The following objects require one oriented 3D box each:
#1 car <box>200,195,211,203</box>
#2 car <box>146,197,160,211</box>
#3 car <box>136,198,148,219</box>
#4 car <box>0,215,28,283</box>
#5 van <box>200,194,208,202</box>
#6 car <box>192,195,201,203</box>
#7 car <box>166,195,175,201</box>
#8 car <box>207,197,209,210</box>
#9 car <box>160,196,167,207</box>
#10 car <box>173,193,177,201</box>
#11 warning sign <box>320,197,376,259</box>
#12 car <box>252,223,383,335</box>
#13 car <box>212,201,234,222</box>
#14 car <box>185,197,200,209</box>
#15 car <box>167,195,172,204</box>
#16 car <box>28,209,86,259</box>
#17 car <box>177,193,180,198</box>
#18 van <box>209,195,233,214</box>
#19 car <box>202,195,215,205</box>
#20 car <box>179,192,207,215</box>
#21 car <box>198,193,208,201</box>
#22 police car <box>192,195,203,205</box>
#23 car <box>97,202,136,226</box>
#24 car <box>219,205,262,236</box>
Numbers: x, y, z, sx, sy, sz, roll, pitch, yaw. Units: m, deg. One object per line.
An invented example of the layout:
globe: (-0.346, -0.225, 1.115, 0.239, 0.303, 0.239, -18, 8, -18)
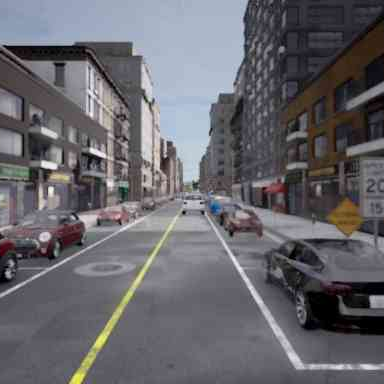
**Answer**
car: (2.710, 1.404, 67.321, 1.967, 1.590, 4.097, 0, 0, 0)
car: (-5.346, 1.404, 39.775, 1.967, 1.590, 4.097, 0, 0, 0)
car: (-5.357, 1.519, 28.753, 2.008, 1.369, 4.403, 0, 0, 0)
car: (-5.381, 1.430, 6.710, 1.967, 1.590, 4.097, 0, 0, 0)
van: (2.722, 1.303, 78.343, 1.690, 1.788, 3.998, 0, 0, 0)
car: (0.902, 1.419, 70.861, 1.801, 1.575, 5.366, 0, 0, 0)
car: (-5.297, 1.525, 83.863, 1.947, 1.339, 4.313, 0, 0, 0)
car: (2.673, 1.517, 34.256, 2.008, 1.369, 4.403, 0, 0, 0)
car: (-5.333, 1.514, 50.796, 2.008, 1.369, 4.403, 0, 0, 0)
car: (-5.303, 1.505, 78.352, 1.887, 1.381, 4.507, 0, 0, 0)
warning sign: (4.953, 1.102, 10.665, 1.300, 1.860, 1.060, 0, 0, 0)
car: (2.644, 1.557, 6.701, 1.947, 1.339, 4.313, 0, 0, 0)
car: (2.661, 1.539, 23.234, 1.947, 1.339, 4.313, 0, 0, 0)
car: (0.077, 1.512, 46.454, 2.033, 1.411, 5.357, 0, 0, 0)
car: (-5.321, 1.507, 61.818, 1.887, 1.381, 4.507, 0, 0, 0)
car: (-5.375, 1.423, 12.221, 1.967, 1.590, 4.097, 0, 0, 0)
car: (-2.664, 0.931, 79.270, 2.097, 1.767, 4.553, 0, 0, 0)
van: (2.668, 1.310, 28.745, 1.690, 1.788, 3.998, 0, 0, 0)
car: (2.698, 1.404, 56.299, 1.967, 1.590, 4.097, 0, 0, 0)
car: (0.126, 1.189, 33.740, 2.150, 2.045, 5.566, 0, 0, 0)
car: (2.728, 1.276, 83.854, 2.192, 1.841, 5.009, 0, 0, 0)
police car: (0.891, 1.389, 60.781, 1.930, 1.638, 5.238, 0, 0, 0)
car: (-5.363, 1.554, 23.243, 1.802, 1.307, 4.206, 0, 0, 0)
car: (2.656, 1.560, 17.724, 1.802, 1.307, 4.206, 0, 0, 0)
